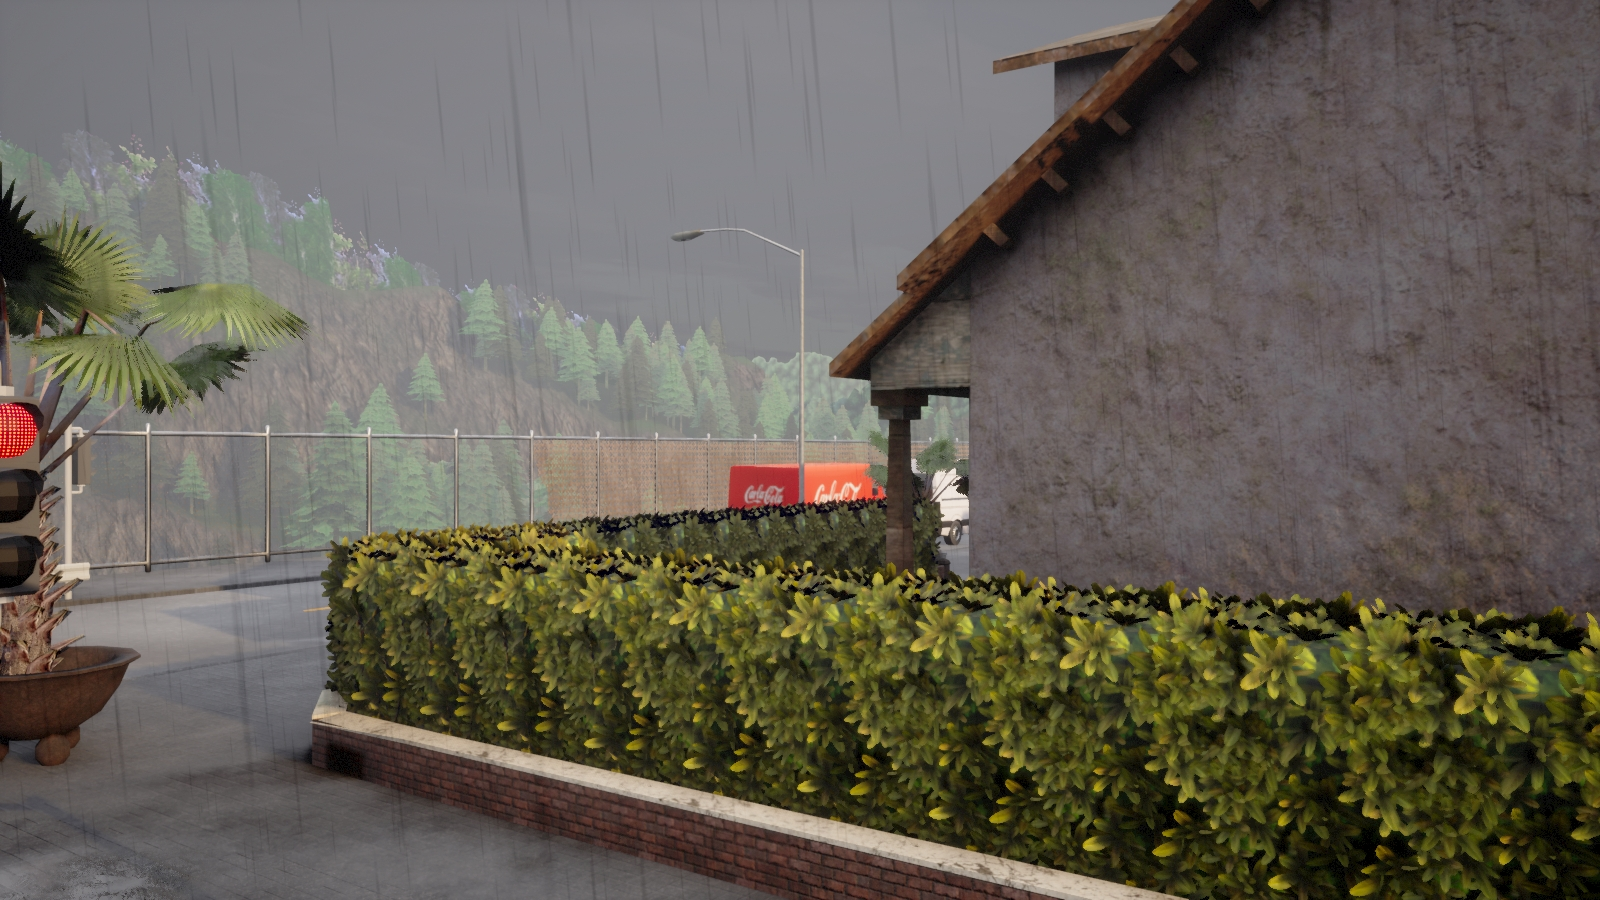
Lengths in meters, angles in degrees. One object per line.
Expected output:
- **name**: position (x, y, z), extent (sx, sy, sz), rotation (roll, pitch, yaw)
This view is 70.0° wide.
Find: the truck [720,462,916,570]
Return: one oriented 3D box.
- **truck**: position (0.584, 1.568, 29.600), extent (2.627, 2.467, 5.204), rotation (0, 0, 35)
